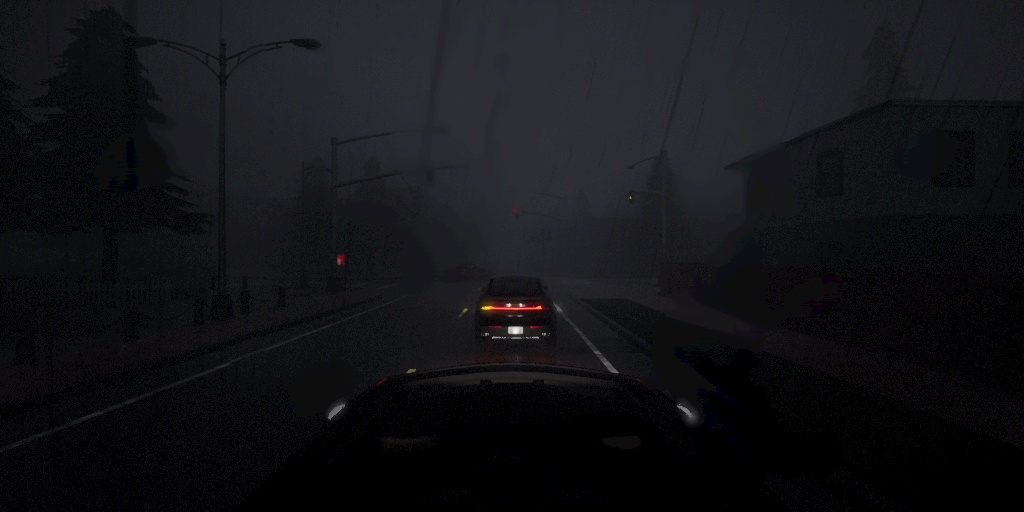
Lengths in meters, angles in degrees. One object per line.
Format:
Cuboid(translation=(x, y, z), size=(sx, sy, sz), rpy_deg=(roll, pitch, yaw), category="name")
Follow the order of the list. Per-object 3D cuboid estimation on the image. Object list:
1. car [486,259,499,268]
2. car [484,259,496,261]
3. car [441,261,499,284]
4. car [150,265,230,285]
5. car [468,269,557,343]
Cuboid(translation=(-3.409, 1.297, 65.027), size=(2.033, 1.411, 5.357), rpy_deg=(0, 0, 1), category="car")
Cuboid(translation=(-3.507, 1.297, 44.389), size=(2.033, 1.411, 5.357), rpy_deg=(0, 0, 0), category="car")
Cuboid(translation=(-3.329, 1.314, 27.474), size=(4.181, 1.385, 1.994), rpy_deg=(0, 0, -38), category="car")
Cuboid(translation=(-21.473, 1.329, 23.958), size=(4.181, 1.385, 1.994), rpy_deg=(0, 0, -2), category="car")
Cuboid(translation=(0.092, 1.255, 9.673), size=(1.837, 1.490, 4.892), rpy_deg=(0, 0, 0), category="car")
